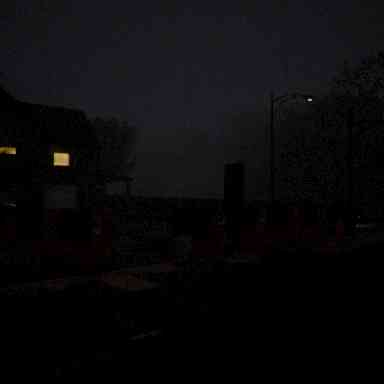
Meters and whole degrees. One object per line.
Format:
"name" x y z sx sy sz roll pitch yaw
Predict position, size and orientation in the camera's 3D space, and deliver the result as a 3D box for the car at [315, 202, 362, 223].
"car" 10.372 1.473 25.266 1.812 1.442 4.674 0 0 -36
